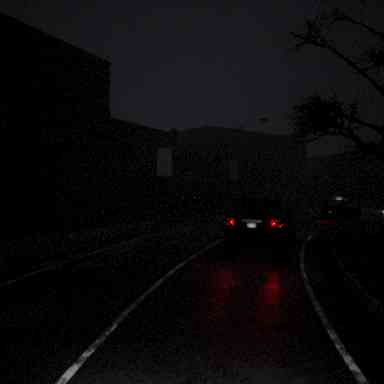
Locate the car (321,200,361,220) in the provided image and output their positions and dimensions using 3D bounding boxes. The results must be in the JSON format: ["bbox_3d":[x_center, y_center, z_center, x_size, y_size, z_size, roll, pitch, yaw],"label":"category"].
[{"bbox_3d":[12.693,1.456,28.176,1.882,1.535,5.008,1,1,45],"label":"car"}]

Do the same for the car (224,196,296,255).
[{"bbox_3d":[2.889,1.174,13.406,2.150,2.045,5.566,1,0,20],"label":"car"}]
